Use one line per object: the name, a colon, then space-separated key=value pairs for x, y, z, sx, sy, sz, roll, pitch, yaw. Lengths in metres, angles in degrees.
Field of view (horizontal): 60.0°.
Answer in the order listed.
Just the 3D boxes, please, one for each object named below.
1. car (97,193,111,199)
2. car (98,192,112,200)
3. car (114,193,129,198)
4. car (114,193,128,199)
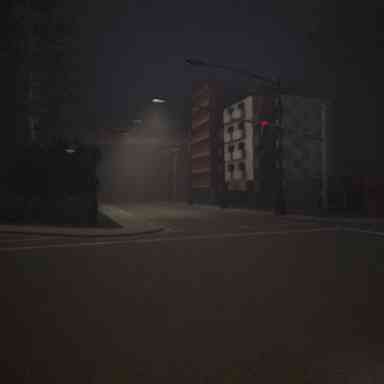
car: x=-21.443 y=0.907 z=81.252 sx=1.853 sy=1.218 sz=4.536 roll=-1 pitch=1 yaw=5
car: x=-21.444 y=1.065 z=81.201 sx=2.038 sy=1.542 sz=4.974 roll=-1 pitch=1 yaw=5
car: x=-17.465 y=0.828 z=82.367 sx=1.853 sy=1.218 sz=4.536 roll=-1 pitch=1 yaw=-40
car: x=-17.429 y=0.985 z=82.329 sx=2.038 sy=1.542 sz=4.974 roll=-1 pitch=1 yaw=-40
